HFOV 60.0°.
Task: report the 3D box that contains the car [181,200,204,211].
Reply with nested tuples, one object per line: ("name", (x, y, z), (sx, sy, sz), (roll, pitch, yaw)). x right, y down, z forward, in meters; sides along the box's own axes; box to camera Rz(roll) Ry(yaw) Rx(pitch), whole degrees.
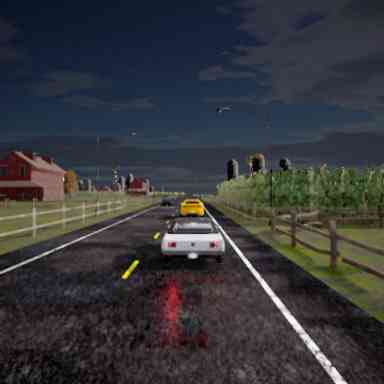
("car", (0.039, 1.421, 30.084), (1.882, 1.535, 5.008), (0, 0, 0))

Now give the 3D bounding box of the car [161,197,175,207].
("car", (-3.648, 1.469, 50.912), (2.033, 1.411, 5.357), (0, 0, 0))

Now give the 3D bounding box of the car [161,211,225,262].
("car", (0.045, 1.574, 11.974), (1.895, 1.301, 4.718), (0, 0, 0))
